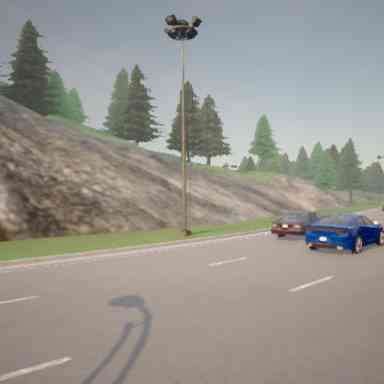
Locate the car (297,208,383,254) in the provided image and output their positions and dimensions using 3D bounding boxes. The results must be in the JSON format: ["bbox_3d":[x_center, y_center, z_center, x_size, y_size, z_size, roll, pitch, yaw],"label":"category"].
[{"bbox_3d":[6.723,1.643,14.410,1.882,1.535,5.008,-1,-1,45],"label":"car"}]

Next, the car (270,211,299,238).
[{"bbox_3d":[6.371,1.787,18.799,2.033,1.411,5.357,-1,-1,41],"label":"car"}]
